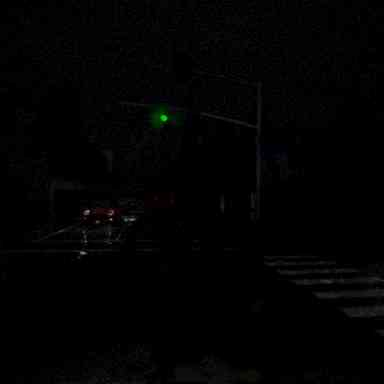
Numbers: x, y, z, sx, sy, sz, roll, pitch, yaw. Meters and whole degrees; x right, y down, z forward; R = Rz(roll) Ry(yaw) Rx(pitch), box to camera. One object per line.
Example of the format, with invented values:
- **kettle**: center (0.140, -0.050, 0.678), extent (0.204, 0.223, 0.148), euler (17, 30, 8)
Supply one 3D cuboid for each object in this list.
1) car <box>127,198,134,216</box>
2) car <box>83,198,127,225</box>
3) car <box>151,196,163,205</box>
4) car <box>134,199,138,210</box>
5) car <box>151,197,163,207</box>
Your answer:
- **car**: center (-7.194, 1.539, 33.391), extent (1.812, 1.442, 4.674), euler (1, 0, -6)
- **car**: center (-6.209, 1.349, 23.607), extent (2.097, 1.767, 4.553), euler (1, 0, -3)
- **car**: center (-6.480, 1.595, 62.273), extent (2.128, 1.511, 4.902), euler (1, 0, -6)
- **car**: center (-8.171, 1.556, 43.421), extent (1.812, 1.442, 4.674), euler (1, 0, -5)
- **car**: center (-5.451, 1.687, 52.215), extent (1.895, 1.301, 4.718), euler (1, 0, -6)
